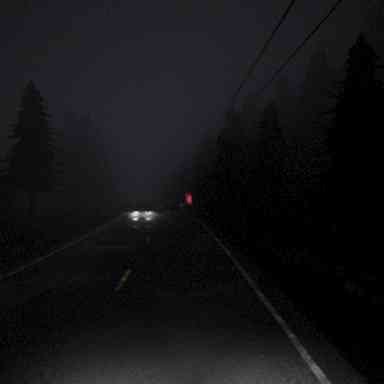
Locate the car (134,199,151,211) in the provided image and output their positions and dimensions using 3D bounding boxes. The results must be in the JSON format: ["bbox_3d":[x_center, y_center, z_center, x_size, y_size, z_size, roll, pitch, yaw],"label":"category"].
[{"bbox_3d":[-5.791,1.538,39.358,1.895,1.301,4.718,0,0,-6],"label":"car"}]

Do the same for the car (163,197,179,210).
[{"bbox_3d":[-2.606,1.424,41.632,2.128,1.511,4.902,0,0,-6],"label":"car"}]
